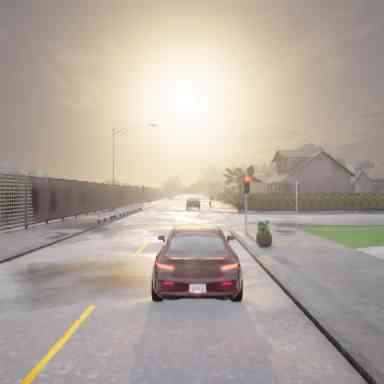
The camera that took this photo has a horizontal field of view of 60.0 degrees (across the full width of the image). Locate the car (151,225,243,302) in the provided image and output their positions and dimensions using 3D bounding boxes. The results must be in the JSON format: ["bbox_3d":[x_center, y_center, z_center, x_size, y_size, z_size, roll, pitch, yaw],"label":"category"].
[{"bbox_3d":[0.104,1.524,8.132,1.812,1.442,4.674,0,0,0],"label":"car"}]

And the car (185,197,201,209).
[{"bbox_3d":[0.163,1.495,44.102,1.837,1.490,4.892,0,0,0],"label":"car"}]
